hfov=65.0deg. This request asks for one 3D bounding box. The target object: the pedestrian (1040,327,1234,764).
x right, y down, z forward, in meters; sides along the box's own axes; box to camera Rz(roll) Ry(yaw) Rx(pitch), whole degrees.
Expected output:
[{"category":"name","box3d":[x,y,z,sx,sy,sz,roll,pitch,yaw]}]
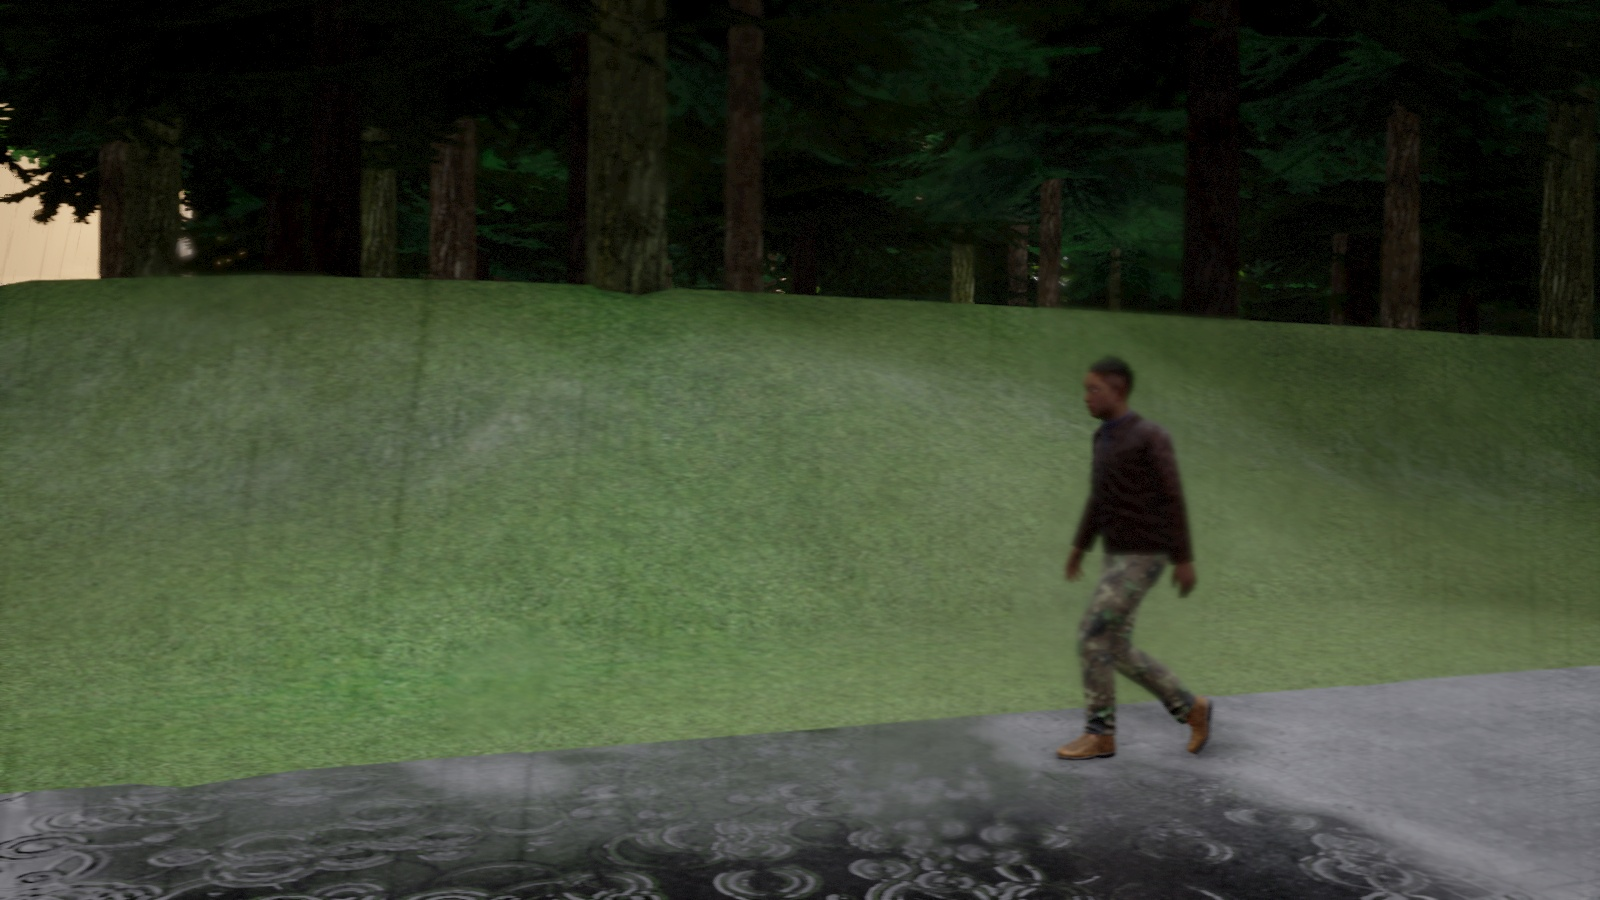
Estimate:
[{"category":"pedestrian","box3d":[1.480,0.397,5.556,0.703,1.840,0.431,-1,1,-9]}]
